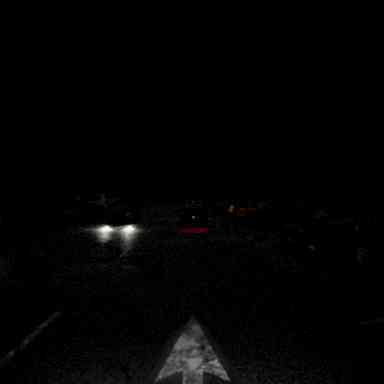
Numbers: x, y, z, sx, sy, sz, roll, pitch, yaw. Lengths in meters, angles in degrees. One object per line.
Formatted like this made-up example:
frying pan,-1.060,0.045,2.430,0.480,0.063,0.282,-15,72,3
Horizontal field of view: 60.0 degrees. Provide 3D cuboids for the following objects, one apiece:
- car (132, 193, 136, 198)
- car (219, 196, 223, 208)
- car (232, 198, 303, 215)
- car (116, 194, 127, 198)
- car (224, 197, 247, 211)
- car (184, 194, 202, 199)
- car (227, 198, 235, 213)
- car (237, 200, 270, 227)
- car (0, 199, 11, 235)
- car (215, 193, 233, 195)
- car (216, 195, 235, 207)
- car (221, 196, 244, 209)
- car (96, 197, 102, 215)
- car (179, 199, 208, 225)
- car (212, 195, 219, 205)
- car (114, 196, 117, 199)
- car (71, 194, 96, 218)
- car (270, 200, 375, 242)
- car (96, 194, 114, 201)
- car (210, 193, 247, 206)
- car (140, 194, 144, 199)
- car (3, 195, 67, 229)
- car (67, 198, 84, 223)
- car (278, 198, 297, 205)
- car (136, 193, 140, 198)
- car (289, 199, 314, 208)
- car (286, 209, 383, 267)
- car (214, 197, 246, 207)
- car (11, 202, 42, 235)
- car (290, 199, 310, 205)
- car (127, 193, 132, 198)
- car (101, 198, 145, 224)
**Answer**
car,-10.960,1.382,47.978,4.553,1.767,2.185,-1,0,-20
car,6.040,1.534,37.867,4.792,1.488,2.163,1,0,-20
car,6.180,1.499,26.087,5.366,1.575,1.946,1,0,-20
car,-10.908,1.252,38.932,5.566,2.045,2.435,-1,0,-20
car,6.183,1.501,32.005,5.366,1.575,1.946,1,0,-20
car,0.115,1.241,42.164,2.150,2.045,5.566,0,0,0
car,6.011,1.501,28.971,5.008,1.535,2.097,1,0,-20
car,5.985,1.528,23.041,4.792,1.488,2.163,1,0,-20
car,-10.912,1.369,14.749,4.553,1.767,2.185,-1,0,-20
car,6.052,1.382,46.737,4.553,1.767,2.185,1,0,-20
car,6.019,1.506,40.816,4.892,1.521,2.231,1,0,-20
car,6.011,1.503,34.901,5.008,1.535,2.097,1,0,-20
car,-10.920,1.501,29.844,4.892,1.521,2.231,-1,0,-20
car,0.110,1.490,24.007,1.882,1.535,5.008,0,0,0
car,5.848,1.501,43.699,5.366,1.575,1.946,1,0,-20
car,-10.903,1.532,35.909,4.792,1.488,2.163,-1,0,-20
car,-10.906,1.248,26.837,5.566,2.045,2.435,-1,0,-20
car,6.037,1.370,14.190,4.553,1.767,2.185,1,0,-20
car,-10.966,1.251,32.865,5.566,2.045,2.435,-1,0,-20
car,6.049,1.259,55.621,5.566,2.045,2.435,1,0,-20
car,-10.932,1.510,54.031,4.892,1.521,2.231,-1,0,-20
car,-10.967,1.246,20.774,5.566,2.045,2.435,-1,0,-20
car,-10.762,1.493,23.874,5.366,1.575,1.946,-1,0,-20
car,24.733,2.446,86.696,2.231,1.521,4.892,2,-1,-21
car,-10.898,1.382,51.016,4.553,1.767,2.185,-1,0,-20
car,22.491,2.324,68.359,1.946,1.575,5.366,2,1,-21
car,6.004,1.495,11.215,4.892,1.521,2.231,1,0,-20
car,6.022,1.549,52.645,4.674,1.452,2.002,1,0,-20
car,-10.908,1.525,17.773,4.792,1.488,2.163,-1,0,-20
car,28.126,2.550,86.726,2.231,1.521,4.892,2,-1,-21
car,-10.955,1.381,44.951,4.553,1.767,2.185,-1,0,-20
car,-5.089,1.490,25.135,1.882,1.535,5.008,0,0,0
